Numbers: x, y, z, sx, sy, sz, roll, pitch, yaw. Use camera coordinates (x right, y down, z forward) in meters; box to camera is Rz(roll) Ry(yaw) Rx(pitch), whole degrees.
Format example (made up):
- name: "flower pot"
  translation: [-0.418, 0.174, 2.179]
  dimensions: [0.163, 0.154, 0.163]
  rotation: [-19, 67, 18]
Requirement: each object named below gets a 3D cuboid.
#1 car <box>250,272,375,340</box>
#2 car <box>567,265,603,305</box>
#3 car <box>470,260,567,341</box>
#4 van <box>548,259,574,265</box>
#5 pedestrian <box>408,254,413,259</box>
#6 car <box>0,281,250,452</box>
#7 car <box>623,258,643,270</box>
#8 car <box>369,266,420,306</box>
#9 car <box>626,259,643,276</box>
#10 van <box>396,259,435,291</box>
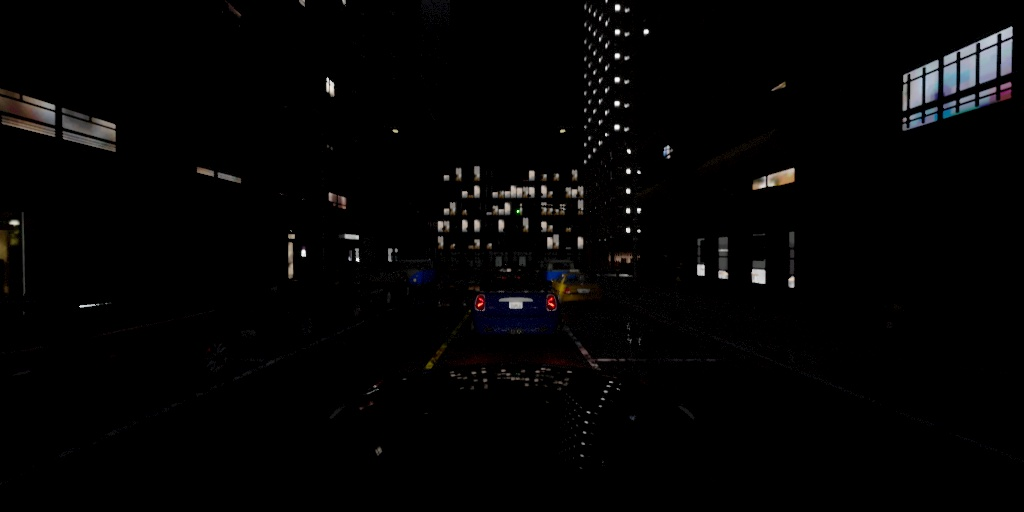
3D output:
- name: "car"
  translation: [-5.690, 1.309, 9.929]
  dimensions: [1.948, 1.339, 4.313]
  rotation: [0, 0, 0]
- name: "car"
  translation: [2.691, 1.265, 15.672]
  dimensions: [1.751, 1.417, 4.829]
  rotation: [0, 0, 0]
- name: "car"
  translation: [0.086, 1.096, 9.970]
  dimensions: [2.097, 1.767, 4.553]
  rotation: [0, 0, 0]
- name: "van"
  translation: [2.692, 1.076, 21.104]
  dimensions: [1.690, 1.789, 3.998]
  rotation: [0, 0, 0]
- name: "pedestrian"
  translation: [-12.389, 0.614, 43.535]
  dimensions: [0.375, 1.860, 0.375]
  rotation: [0, 1, 0]
- name: "car"
  translation: [-5.691, 1.188, 4.328]
  dimensions: [1.967, 1.591, 4.097]
  rotation: [0, 0, 0]
- name: "car"
  translation: [15.237, 1.067, 40.441]
  dimensions: [5.009, 1.841, 2.192]
  rotation: [0, 0, 0]
- name: "car"
  translation: [-5.690, 1.290, 15.532]
  dimensions: [2.007, 1.370, 4.403]
  rotation: [0, 0, 0]
- name: "car"
  translation: [14.679, 1.351, 37.844]
  dimensions: [4.181, 1.385, 1.994]
  rotation: [0, 1, 0]
- name: "van"
  translation: [-5.689, 1.077, 21.133]
  dimensions: [1.690, 1.789, 3.998]
  rotation: [0, 0, 0]
